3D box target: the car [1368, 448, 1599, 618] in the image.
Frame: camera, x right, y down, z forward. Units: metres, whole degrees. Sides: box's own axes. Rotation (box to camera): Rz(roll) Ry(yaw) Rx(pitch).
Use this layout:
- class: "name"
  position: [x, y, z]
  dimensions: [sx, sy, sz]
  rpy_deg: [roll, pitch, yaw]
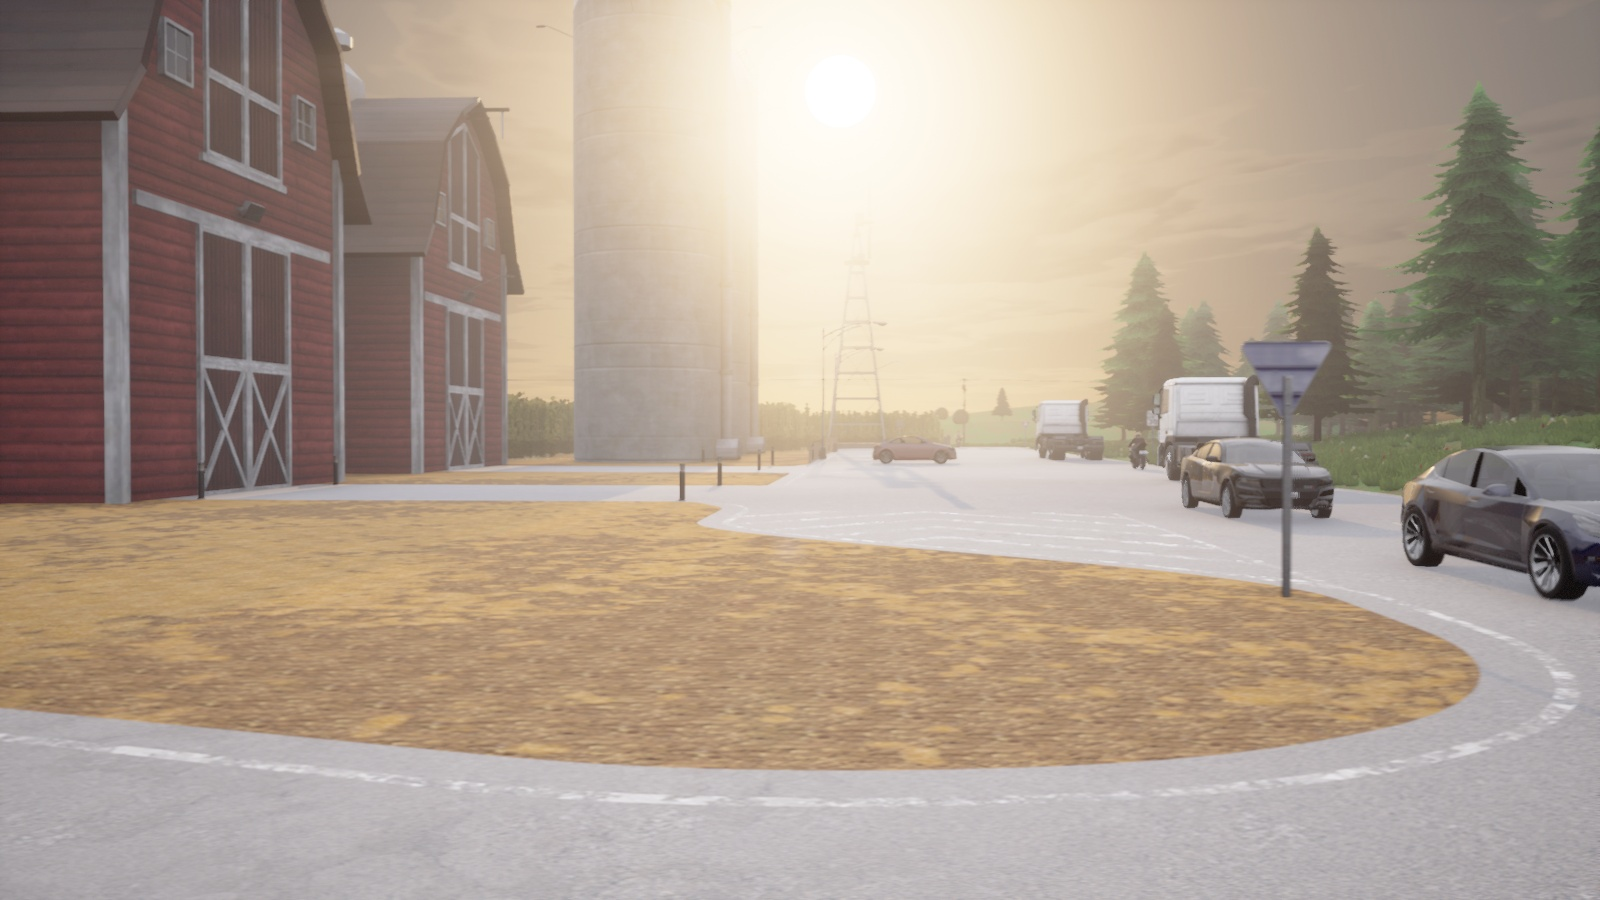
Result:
- class: "car"
  position: [8.295, 0.762, 13.793]
  dimensions: [2.163, 1.488, 4.792]
  rpy_deg: [0, 1, 4]

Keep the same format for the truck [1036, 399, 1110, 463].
- class: "truck"
  position: [15.376, -1.085, 71.364]
  dimensions: [2.891, 3.462, 7.936]
  rpy_deg: [0, 1, 4]

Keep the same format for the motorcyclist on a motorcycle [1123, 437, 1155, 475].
- class: "motorcyclist on a motorcycle"
  position: [14.208, 0.222, 52.629]
  dimensions: [0.866, 1.530, 2.191]
  rpy_deg: [0, 1, 4]

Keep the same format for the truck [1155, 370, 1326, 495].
- class: "truck"
  position: [13.366, -0.580, 38.913]
  dimensions: [2.891, 3.462, 7.936]
  rpy_deg: [0, 1, 4]

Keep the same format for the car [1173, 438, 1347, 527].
- class: "car"
  position: [8.992, 0.566, 25.045]
  dimensions: [1.882, 1.535, 5.008]
  rpy_deg: [0, 1, 4]
